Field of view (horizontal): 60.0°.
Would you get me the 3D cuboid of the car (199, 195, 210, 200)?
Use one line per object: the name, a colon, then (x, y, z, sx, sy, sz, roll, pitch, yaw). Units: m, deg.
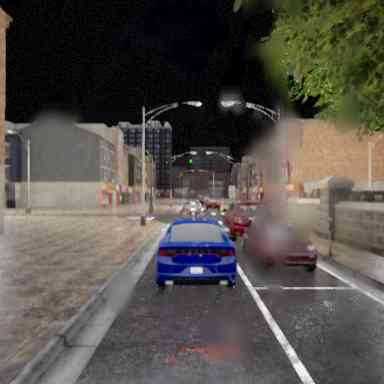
car: (2.626, 1.625, 58.850, 1.887, 1.381, 4.507, 1, 0, 0)

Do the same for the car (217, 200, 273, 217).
car: (2.644, 1.319, 16.108, 2.192, 1.841, 5.009, 1, 0, 0)

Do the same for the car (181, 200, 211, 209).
car: (0.094, 1.561, 25.786, 2.033, 1.411, 5.357, 0, 0, 0)

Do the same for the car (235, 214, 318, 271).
car: (2.643, 1.583, 10.659, 1.802, 1.307, 4.206, 1, 0, 0)

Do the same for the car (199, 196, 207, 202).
car: (2.618, 1.735, 80.599, 1.802, 1.307, 4.206, 0, 0, 0)

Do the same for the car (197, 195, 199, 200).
car: (2.626, 1.411, 64.288, 2.192, 1.841, 5.009, 1, 0, 0)

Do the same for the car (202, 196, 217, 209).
car: (2.632, 1.585, 42.538, 1.887, 1.381, 4.507, 1, 0, 0)

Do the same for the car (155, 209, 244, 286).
car: (0.096, 1.478, 9.441, 1.882, 1.535, 5.008, 0, 0, 0)

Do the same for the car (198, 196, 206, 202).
car: (2.616, 1.725, 86.037, 2.008, 1.369, 4.403, 0, 0, 0)
